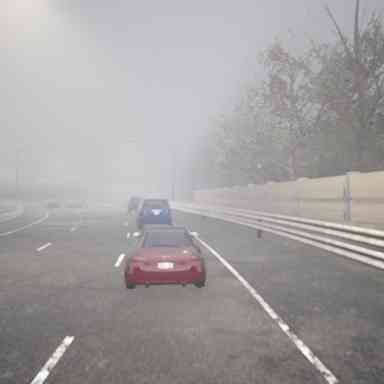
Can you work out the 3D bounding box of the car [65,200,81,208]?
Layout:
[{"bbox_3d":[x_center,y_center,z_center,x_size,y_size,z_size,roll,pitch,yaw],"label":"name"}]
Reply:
[{"bbox_3d":[-20.632,2.082,57.471,1.994,1.385,4.181,0,-1,-32],"label":"car"}]

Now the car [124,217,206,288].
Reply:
[{"bbox_3d":[-0.749,1.648,9.529,1.994,1.385,4.181,0,0,-4],"label":"car"}]

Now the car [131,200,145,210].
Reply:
[{"bbox_3d":[-8.618,2.017,53.542,2.033,1.411,5.357,0,0,-6],"label":"car"}]

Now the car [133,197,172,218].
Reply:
[{"bbox_3d":[-2.755,1.426,23.210,2.150,2.045,5.566,0,0,-12],"label":"car"}]

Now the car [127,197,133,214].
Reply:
[{"bbox_3d":[-6.718,1.579,40.859,2.150,2.045,5.566,0,-1,-11],"label":"car"}]

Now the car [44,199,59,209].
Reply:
[{"bbox_3d":[-23.418,2.009,55.366,1.837,1.490,4.892,0,-1,-32],"label":"car"}]
